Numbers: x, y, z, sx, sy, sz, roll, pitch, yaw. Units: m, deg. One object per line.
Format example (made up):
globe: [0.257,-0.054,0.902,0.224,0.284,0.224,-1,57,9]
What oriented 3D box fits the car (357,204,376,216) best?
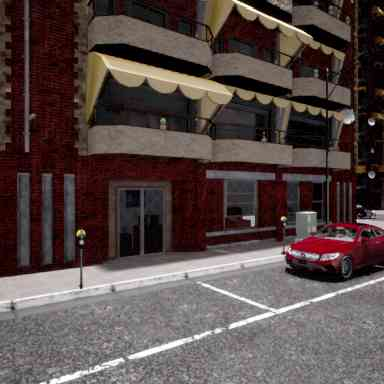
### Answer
car: [15.537,1.806,32.935,2.128,1.511,4.902,0,-1,-36]

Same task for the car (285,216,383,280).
car: [4.594,1.582,9.888,4.206,1.307,1.802,0,0,-35]
